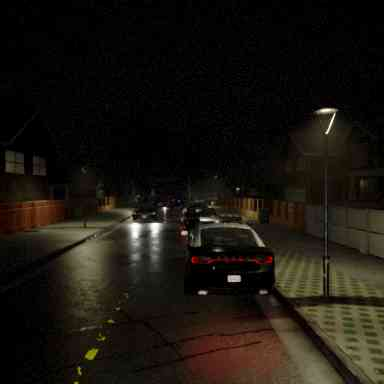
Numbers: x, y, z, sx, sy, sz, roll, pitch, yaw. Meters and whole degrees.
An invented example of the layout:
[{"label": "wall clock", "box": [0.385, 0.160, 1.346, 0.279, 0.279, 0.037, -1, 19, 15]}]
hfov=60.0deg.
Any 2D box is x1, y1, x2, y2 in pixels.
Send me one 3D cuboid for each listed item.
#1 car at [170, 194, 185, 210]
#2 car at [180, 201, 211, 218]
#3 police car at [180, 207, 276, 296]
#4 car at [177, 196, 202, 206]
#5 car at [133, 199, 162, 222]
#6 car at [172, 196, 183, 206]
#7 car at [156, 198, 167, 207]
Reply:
[{"label": "car", "box": [-1.833, 1.311, 45.804, 2.150, 2.045, 5.566, 0, 0, -3]}, {"label": "car", "box": [0.454, 1.493, 18.769, 1.882, 1.535, 5.008, 0, 0, -2]}, {"label": "police car", "box": [0.745, 1.427, 8.835, 1.930, 1.638, 5.238, 0, 0, -1]}, {"label": "car", "box": [0.177, 1.380, 24.762, 2.097, 1.767, 4.553, 0, 0, -3]}, {"label": "car", "box": [-3.644, 1.564, 26.825, 1.812, 1.442, 4.674, 0, 0, -3]}, {"label": "car", "box": [-2.669, 1.602, 60.100, 1.882, 1.535, 5.008, 0, 0, -3]}, {"label": "car", "box": [-5.017, 1.635, 52.240, 1.812, 1.442, 4.674, 0, 0, -4]}]
